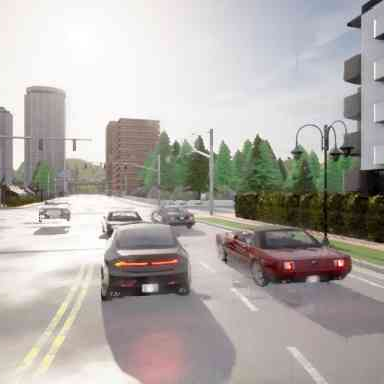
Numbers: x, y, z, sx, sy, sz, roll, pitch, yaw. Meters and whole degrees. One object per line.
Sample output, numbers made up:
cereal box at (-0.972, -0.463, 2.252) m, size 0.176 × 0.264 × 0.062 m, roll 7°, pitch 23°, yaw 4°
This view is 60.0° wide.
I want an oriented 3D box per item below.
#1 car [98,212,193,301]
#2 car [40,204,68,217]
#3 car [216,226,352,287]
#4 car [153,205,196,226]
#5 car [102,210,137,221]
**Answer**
car at (-1.272, 1.505, 8.443) m, size 1.837 × 1.490 × 4.892 m, roll 0°, pitch 0°, yaw -12°
car at (-8.914, 1.140, 21.839) m, size 2.128 × 1.511 × 4.902 m, roll 0°, pitch 0°, yaw -19°
car at (2.140, 1.601, 9.383) m, size 1.895 × 1.301 × 4.718 m, roll 0°, pitch 0°, yaw -13°
car at (-1.337, 1.547, 21.419) m, size 2.033 × 1.411 × 5.357 m, roll 0°, pitch 0°, yaw -18°
car at (-3.637, 1.601, 17.259) m, size 1.895 × 1.301 × 4.718 m, roll 0°, pitch 0°, yaw -18°
